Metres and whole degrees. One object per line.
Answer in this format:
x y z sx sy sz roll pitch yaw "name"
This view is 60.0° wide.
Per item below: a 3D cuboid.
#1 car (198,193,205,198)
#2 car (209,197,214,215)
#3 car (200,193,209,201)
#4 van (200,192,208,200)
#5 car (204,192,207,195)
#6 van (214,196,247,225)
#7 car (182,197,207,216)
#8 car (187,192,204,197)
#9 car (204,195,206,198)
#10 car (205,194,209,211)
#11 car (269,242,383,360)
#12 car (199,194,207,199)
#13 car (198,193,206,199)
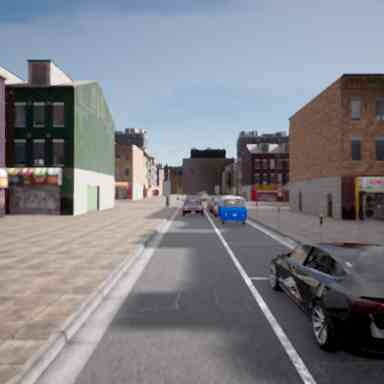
2.649 1.088 93.513 1.802 1.307 4.206 1 0 0 "car"
2.648 1.337 28.240 1.752 1.417 4.829 1 0 0 "car"
2.650 1.027 71.499 1.967 1.590 4.097 1 0 0 "car"
2.651 0.905 77.002 1.690 1.788 3.998 1 0 0 "van"
2.650 1.135 66.166 1.752 1.417 4.829 1 0 0 "car"
2.650 1.187 22.527 1.690 1.788 3.998 1 0 0 "van"
0.102 1.401 30.016 1.895 1.301 4.718 0 0 0 "car"
0.102 1.092 40.503 2.097 1.767 4.553 0 0 0 "car"
2.648 1.292 39.151 1.887 1.381 4.507 1 0 0 "car"
2.649 1.219 33.609 1.967 1.590 4.097 1 0 0 "car"
2.648 1.523 5.908 1.947 1.339 4.313 1 0 0 "car"
2.649 1.109 82.507 1.947 1.339 4.313 1 0 0 "car"
2.649 1.075 88.009 2.008 1.369 4.403 1 0 0 "car"
